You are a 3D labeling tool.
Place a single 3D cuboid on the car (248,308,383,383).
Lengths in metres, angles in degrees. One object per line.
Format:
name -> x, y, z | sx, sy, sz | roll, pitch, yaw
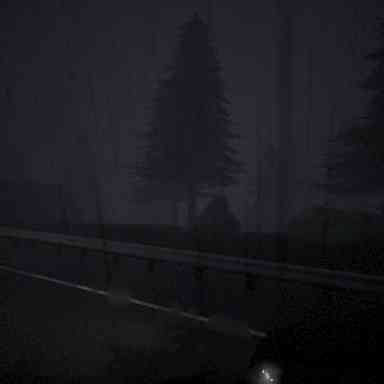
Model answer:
car -> 2.713, 1.491, 2.020 | 4.902, 1.511, 2.128 | 0, 0, 36
